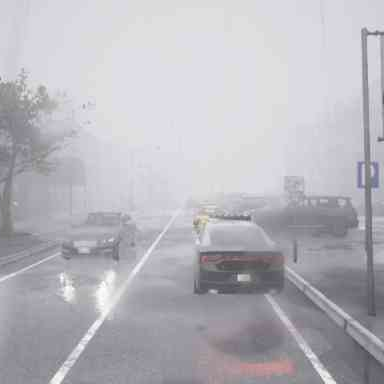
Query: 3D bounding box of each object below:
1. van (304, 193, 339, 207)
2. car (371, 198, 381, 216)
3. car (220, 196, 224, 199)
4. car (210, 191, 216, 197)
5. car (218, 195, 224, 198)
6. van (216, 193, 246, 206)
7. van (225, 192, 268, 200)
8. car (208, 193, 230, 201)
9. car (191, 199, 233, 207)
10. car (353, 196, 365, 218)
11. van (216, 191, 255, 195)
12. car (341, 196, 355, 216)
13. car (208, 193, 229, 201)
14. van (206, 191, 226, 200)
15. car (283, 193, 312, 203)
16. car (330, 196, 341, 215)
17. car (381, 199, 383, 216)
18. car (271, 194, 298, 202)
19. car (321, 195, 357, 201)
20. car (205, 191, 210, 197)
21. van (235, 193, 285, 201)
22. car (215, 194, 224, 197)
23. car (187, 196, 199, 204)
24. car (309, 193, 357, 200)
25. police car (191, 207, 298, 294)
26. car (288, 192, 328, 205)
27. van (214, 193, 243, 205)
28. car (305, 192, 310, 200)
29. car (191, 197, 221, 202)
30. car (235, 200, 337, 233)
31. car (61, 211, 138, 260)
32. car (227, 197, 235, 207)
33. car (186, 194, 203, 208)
[{"bbox_3d":[18.995,1.135,48.891,4.442,1.987,1.878,0,1,0],"label":"van"},{"bbox_3d":[18.857,1.462,29.455,4.892,1.521,2.231,0,0,0],"label":"car"},{"bbox_3d":[5.818,1.470,37.119,4.792,1.488,2.163,0,0,0],"label":"car"},{"bbox_3d":[5.770,1.114,48.336,5.566,2.045,2.435,0,1,0],"label":"car"},{"bbox_3d":[5.789,1.466,39.927,4.674,1.452,2.002,0,0,0],"label":"car"},{"bbox_3d":[5.917,1.114,51.141,4.442,1.987,1.878,0,1,0],"label":"van"},{"bbox_3d":[5.668,1.231,31.514,4.442,1.987,1.878,0,0,0],"label":"van"},{"bbox_3d":[5.785,1.039,70.764,4.553,1.767,2.185,0,1,0],"label":"car"},{"bbox_3d":[1.016,1.438,18.998,1.801,1.575,5.366,0,0,0],"label":"car"},{"bbox_3d":[18.860,1.455,32.233,5.008,1.535,2.097,0,0,0],"label":"car"},{"bbox_3d":[5.913,1.164,45.536,4.442,1.987,1.878,0,0,0],"label":"van"},{"bbox_3d":[19.052,1.444,35.010,5.366,1.575,1.946,0,0,0],"label":"car"},{"bbox_3d":[5.787,1.014,73.567,4.553,1.767,2.185,0,1,0],"label":"car"},{"bbox_3d":[5.706,0.864,79.173,4.442,1.987,1.878,0,1,0],"label":"van"},{"bbox_3d":[18.918,1.136,59.995,4.553,1.767,2.185,0,1,0],"label":"car"},{"bbox_3d":[18.840,1.469,37.782,4.792,1.488,2.163,0,0,0],"label":"car"},{"bbox_3d":[18.832,1.212,26.680,5.566,2.045,2.435,0,0,0],"label":"car"},{"bbox_3d":[18.899,1.189,68.323,4.892,1.521,2.231,0,1,0],"label":"car"},{"bbox_3d":[18.900,1.452,40.565,4.792,1.488,2.163,0,0,0],"label":"car"},{"bbox_3d":[5.783,0.964,65.156,5.566,2.045,2.435,0,1,0],"label":"car"},{"bbox_3d":[5.897,1.238,25.904,4.442,1.987,1.878,0,0,0],"label":"van"},{"bbox_3d":[5.800,1.409,42.730,4.892,1.521,2.231,0,0,0],"label":"car"},{"bbox_3d":[0.127,1.355,58.654,1.994,1.385,4.181,0,0,0],"label":"car"},{"bbox_3d":[18.845,1.154,43.338,5.566,2.045,2.435,0,0,0],"label":"car"},{"bbox_3d":[0.994,1.422,8.905,1.930,1.638,5.238,0,0,0],"label":"police car"},{"bbox_3d":[18.911,1.060,54.442,5.566,2.045,2.435,0,1,0],"label":"car"},{"bbox_3d":[5.919,1.089,53.944,4.442,1.987,1.878,0,1,0],"label":"van"},{"bbox_3d":[18.905,1.134,46.115,5.566,2.045,2.435,0,1,0],"label":"car"},{"bbox_3d":[1.029,1.424,25.005,1.801,1.575,5.366,0,0,0],"label":"car"},{"bbox_3d":[5.590,1.466,20.298,5.366,1.575,1.946,0,0,0],"label":"car"},{"bbox_3d":[-3.223,1.484,12.417,2.128,1.511,4.902,0,0,0],"label":"car"},{"bbox_3d":[5.777,1.460,28.707,5.008,1.535,2.097,0,0,0],"label":"car"},{"bbox_3d":[0.111,1.429,45.236,2.033,1.411,5.357,0,0,0],"label":"car"}]
